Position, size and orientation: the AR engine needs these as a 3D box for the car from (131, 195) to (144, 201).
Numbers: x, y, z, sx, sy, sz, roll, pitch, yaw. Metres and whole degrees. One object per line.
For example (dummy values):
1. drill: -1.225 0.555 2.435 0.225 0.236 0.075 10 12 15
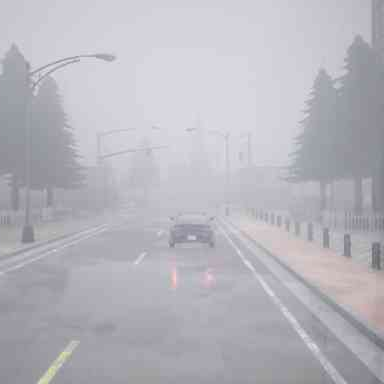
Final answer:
1. car: -13.751 1.436 84.024 1.882 1.535 5.008 0 0 -31

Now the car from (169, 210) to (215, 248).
1. car: 0.000 1.530 14.650 1.812 1.442 4.674 0 0 0
